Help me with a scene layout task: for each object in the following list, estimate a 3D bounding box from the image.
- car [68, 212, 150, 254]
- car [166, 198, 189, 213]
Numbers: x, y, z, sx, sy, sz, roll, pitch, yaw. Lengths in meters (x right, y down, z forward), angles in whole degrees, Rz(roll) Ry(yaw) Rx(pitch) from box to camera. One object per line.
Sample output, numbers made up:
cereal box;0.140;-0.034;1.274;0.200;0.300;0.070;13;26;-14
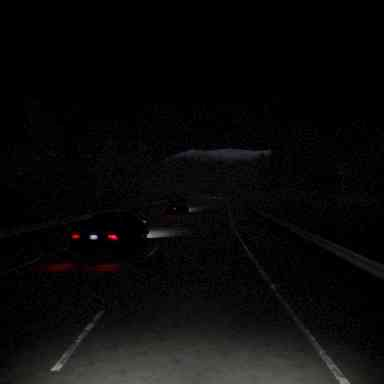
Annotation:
car;-3.014;1.485;13.161;2.033;1.411;5.357;0;0;3
car;-1.390;1.339;33.760;2.128;1.511;4.902;0;0;5
